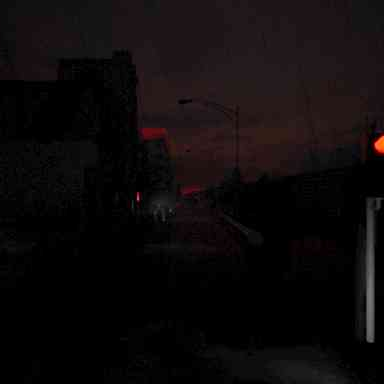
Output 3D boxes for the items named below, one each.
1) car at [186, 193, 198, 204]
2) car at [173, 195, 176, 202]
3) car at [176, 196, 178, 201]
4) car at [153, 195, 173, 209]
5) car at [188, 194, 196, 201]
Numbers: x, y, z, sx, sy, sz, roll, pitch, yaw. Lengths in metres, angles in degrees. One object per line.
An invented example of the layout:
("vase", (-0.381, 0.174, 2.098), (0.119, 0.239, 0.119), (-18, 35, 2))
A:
("car", (-0.053, 1.221, 66.327), (2.150, 2.045, 5.566), (0, 0, 0))
("car", (-4.131, 1.601, 55.728), (1.895, 1.301, 4.718), (0, 0, 0))
("car", (-4.057, 1.340, 70.302), (2.097, 1.767, 4.553), (0, 0, 0))
("car", (-4.130, 1.492, 44.382), (2.128, 1.511, 4.902), (0, 0, 0))
("car", (-0.064, 1.310, 76.718), (1.882, 1.535, 5.008), (0, 0, 0))
